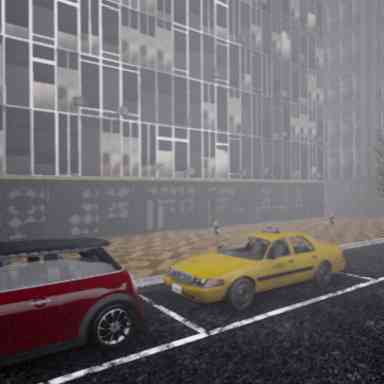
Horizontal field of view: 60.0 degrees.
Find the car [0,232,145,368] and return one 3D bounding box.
[{"bbox_3d":[-2.817,1.440,4.560,4.097,1.590,1.967,0,-1,-36],"label":"car"}]

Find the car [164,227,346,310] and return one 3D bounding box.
[{"bbox_3d":[1.671,1.529,7.762,4.829,1.417,1.752,0,-1,-36],"label":"car"}]
